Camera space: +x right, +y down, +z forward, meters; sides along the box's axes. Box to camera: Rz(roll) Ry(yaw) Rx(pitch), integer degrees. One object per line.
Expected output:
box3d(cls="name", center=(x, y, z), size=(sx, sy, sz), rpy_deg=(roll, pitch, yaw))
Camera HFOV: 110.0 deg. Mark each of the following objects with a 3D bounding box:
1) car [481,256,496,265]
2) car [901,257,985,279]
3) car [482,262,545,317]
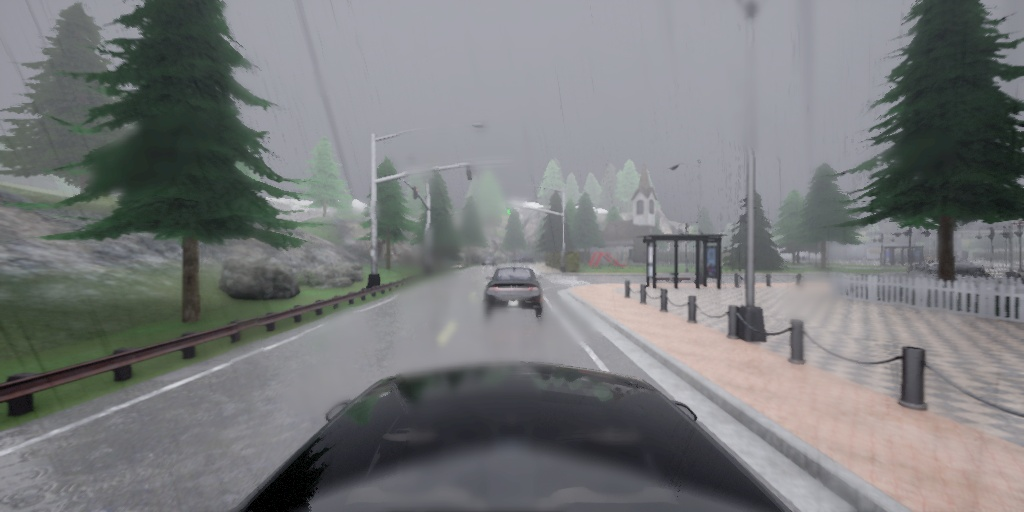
box3d(cls="car", center=(-3.409, 0.762, 53.168), size=(2.128, 1.511, 4.902), rpy_deg=(0, 1, 3))
box3d(cls="car", center=(34.186, 1.014, 28.242), size=(4.674, 1.442, 1.812), rpy_deg=(0, 1, 0))
box3d(cls="car", center=(0.078, 1.140, 12.605), size=(2.128, 1.511, 4.902), rpy_deg=(0, 1, 0))
